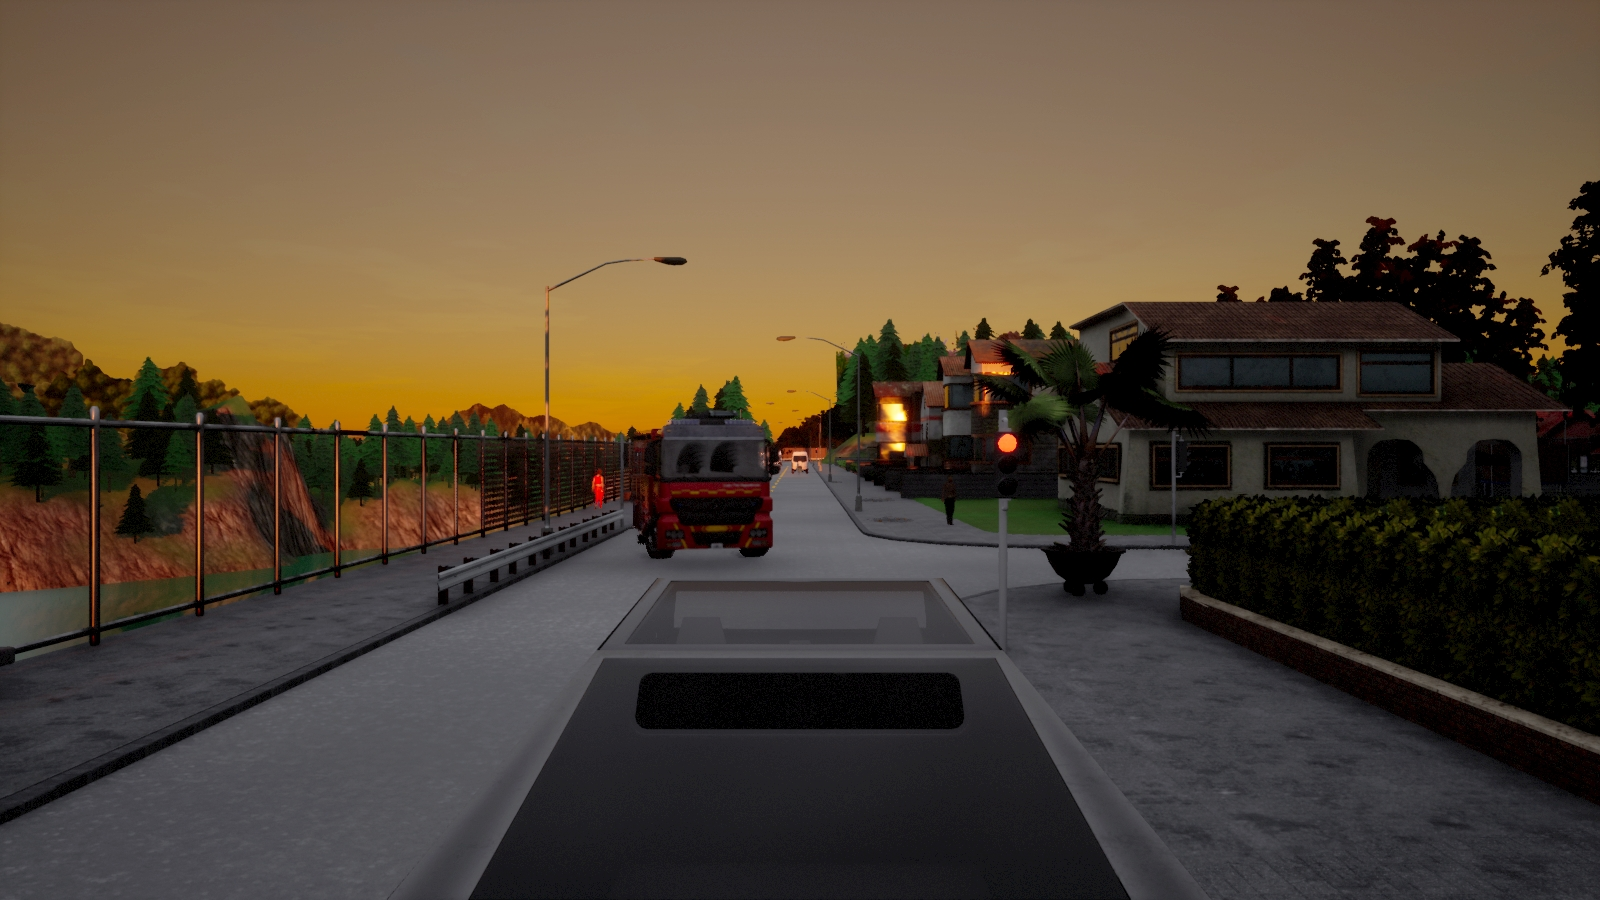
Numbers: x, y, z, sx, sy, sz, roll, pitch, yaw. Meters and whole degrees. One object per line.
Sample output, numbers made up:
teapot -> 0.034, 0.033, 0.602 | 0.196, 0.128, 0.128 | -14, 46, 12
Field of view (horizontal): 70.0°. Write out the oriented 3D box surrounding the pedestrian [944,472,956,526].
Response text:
pedestrian -> 5.295, 1.720, 40.232 | 0.375, 1.860, 0.375 | 0, 0, 0

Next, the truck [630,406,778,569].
truck -> -2.887, 0.878, 31.380 | 2.891, 3.827, 8.468 | 0, 0, -13

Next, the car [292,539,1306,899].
car -> -0.001, 1.751, 5.830 | 2.390, 2.098, 6.274 | 0, 0, 0

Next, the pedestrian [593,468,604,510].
pedestrian -> -8.974, 1.725, 50.854 | 0.375, 1.860, 0.375 | 0, 0, 7
